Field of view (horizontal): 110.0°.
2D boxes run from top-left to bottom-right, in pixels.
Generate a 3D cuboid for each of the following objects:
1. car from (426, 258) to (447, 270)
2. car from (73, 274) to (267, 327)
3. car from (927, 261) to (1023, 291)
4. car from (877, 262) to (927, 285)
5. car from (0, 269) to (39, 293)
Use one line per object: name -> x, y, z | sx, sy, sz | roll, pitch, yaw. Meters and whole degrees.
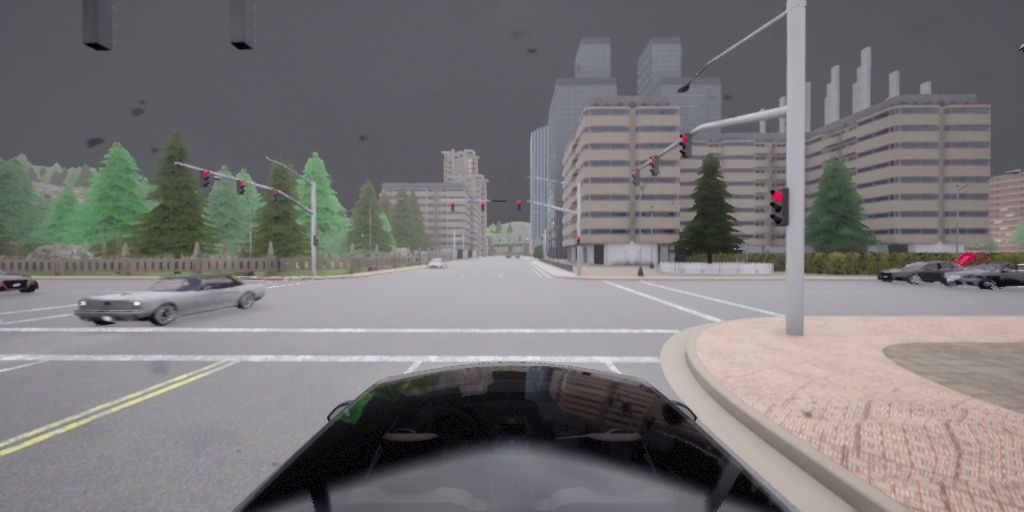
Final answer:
car -> -9.531, 1.022, 45.851 | 1.812, 1.442, 4.674 | 0, 1, 1
car -> -10.349, 1.290, 11.435 | 1.895, 1.301, 4.718 | 0, 0, 2
car -> 27.302, 1.115, 20.255 | 4.902, 1.511, 2.128 | 0, 0, 1
car -> 27.231, 1.104, 23.756 | 4.892, 1.490, 1.837 | 0, 0, 1
car -> -25.705, 1.203, 17.196 | 4.181, 1.385, 1.994 | 0, 0, 1
